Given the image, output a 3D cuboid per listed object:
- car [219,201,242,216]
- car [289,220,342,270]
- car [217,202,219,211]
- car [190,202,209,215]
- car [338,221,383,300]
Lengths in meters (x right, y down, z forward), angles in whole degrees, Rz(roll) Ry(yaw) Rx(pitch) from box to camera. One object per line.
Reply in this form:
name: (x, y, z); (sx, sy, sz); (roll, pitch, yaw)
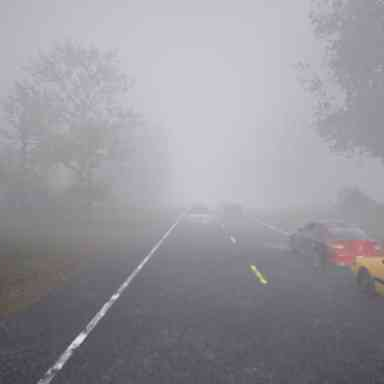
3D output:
car: (4.390, 1.792, 36.622); (1.882, 1.535, 5.008); (1, 0, 2)
car: (4.760, 1.699, 11.539); (1.812, 1.442, 4.674); (1, 0, 1)
car: (4.592, 1.938, 47.289); (1.994, 1.385, 4.181); (1, 0, 2)
car: (0.855, 1.814, 37.894); (1.994, 1.385, 4.181); (1, 0, 1)
car: (4.619, 1.588, 5.730); (1.801, 1.575, 5.366); (1, 0, 1)
